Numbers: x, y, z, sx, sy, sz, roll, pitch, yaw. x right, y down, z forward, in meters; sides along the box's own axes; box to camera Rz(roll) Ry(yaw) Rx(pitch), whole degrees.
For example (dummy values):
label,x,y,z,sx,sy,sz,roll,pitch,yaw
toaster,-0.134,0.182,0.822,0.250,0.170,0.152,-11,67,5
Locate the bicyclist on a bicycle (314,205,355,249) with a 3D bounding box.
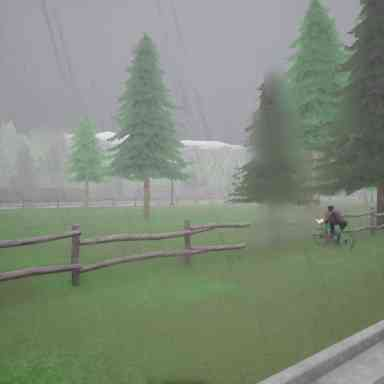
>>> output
label,x,y,z,sx,sy,sz,roll,pitch,yaw
bicyclist on a bicycle,5.417,1.347,12.706,0.582,1.620,1.656,0,3,-37
